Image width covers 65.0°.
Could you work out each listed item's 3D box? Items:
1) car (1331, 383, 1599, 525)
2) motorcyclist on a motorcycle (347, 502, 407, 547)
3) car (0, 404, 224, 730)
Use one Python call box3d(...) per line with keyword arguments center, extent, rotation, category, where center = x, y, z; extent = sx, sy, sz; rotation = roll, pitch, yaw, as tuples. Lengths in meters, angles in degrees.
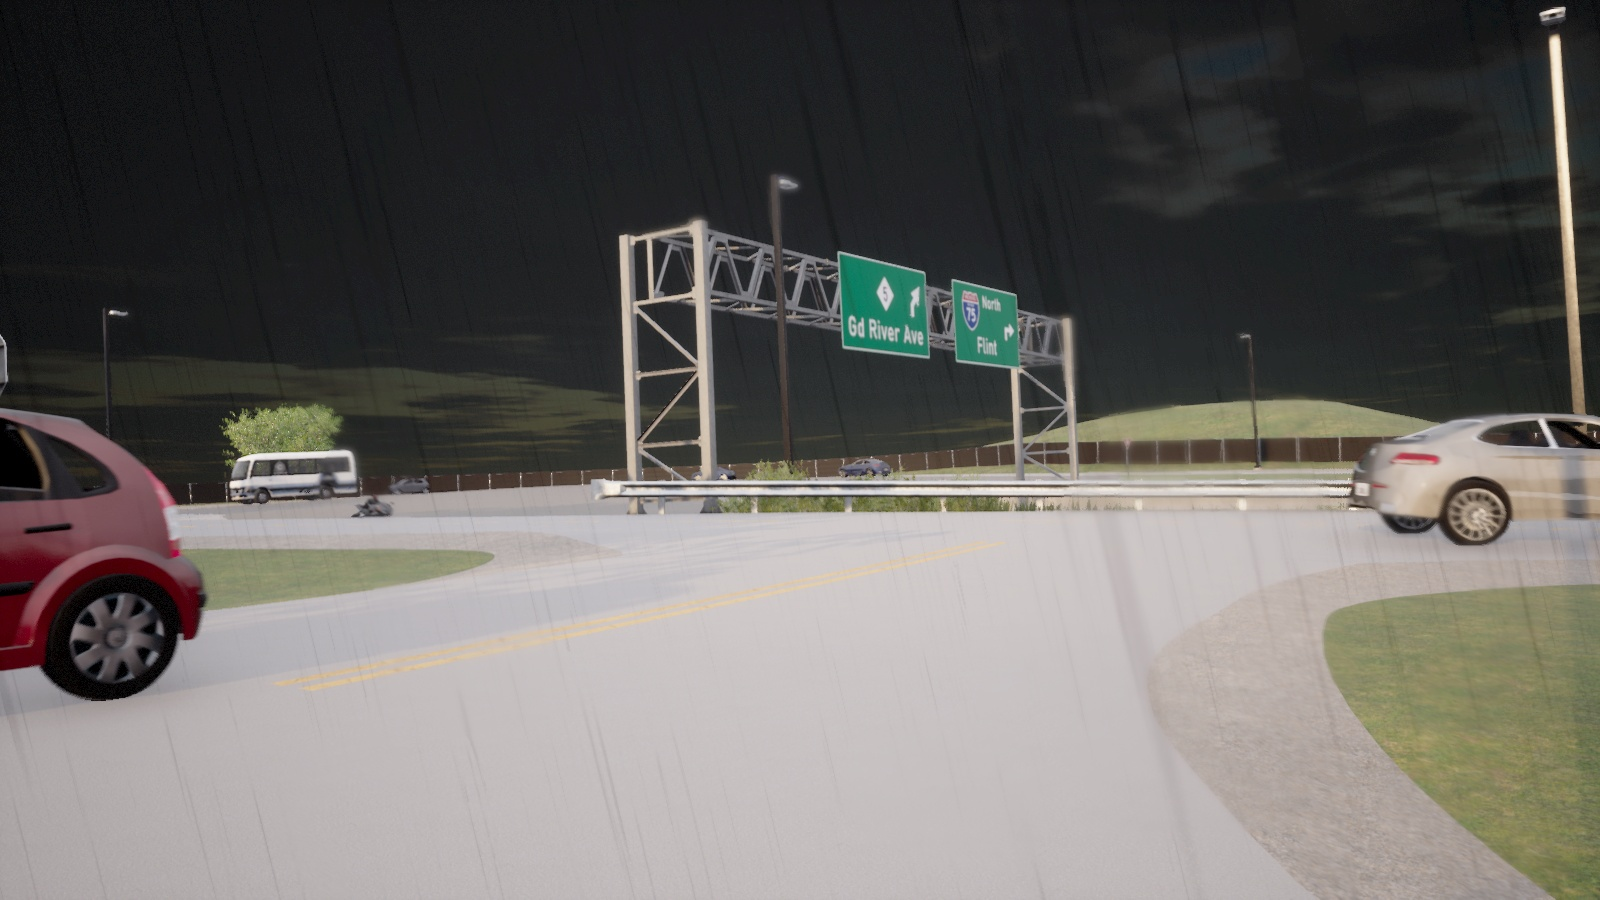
box3d(center=(9.831, 0.011, 16.215), extent=(5.027, 1.651, 2.152), rotation=(-2, 0, 4), category="car")
box3d(center=(-15.084, 2.647, 44.733), extent=(2.191, 1.530, 0.866), rotation=(-3, -1, 36), category="motorcyclist on a motorcycle")
box3d(center=(-5.224, 0.595, 6.096), extent=(1.851, 1.617, 3.988), rotation=(0, 1, 36), category="car")
